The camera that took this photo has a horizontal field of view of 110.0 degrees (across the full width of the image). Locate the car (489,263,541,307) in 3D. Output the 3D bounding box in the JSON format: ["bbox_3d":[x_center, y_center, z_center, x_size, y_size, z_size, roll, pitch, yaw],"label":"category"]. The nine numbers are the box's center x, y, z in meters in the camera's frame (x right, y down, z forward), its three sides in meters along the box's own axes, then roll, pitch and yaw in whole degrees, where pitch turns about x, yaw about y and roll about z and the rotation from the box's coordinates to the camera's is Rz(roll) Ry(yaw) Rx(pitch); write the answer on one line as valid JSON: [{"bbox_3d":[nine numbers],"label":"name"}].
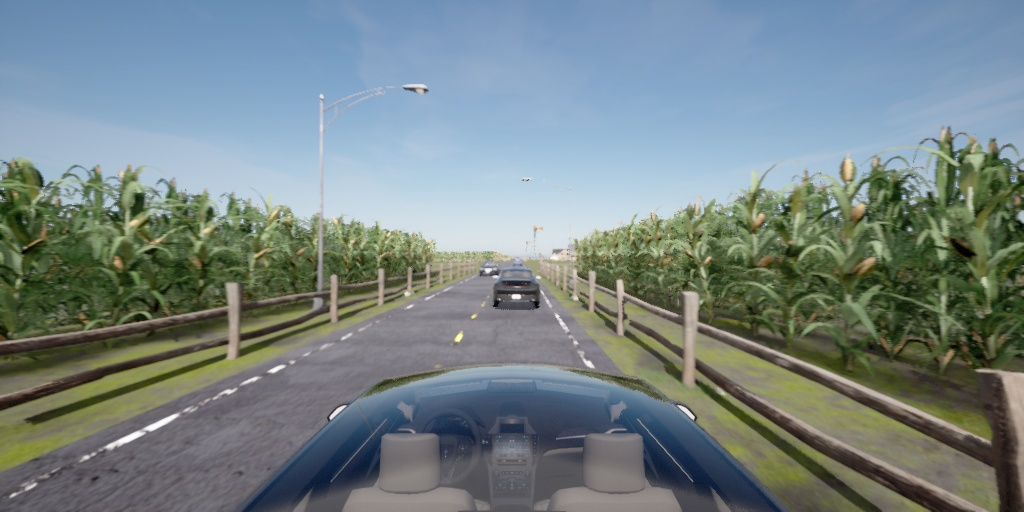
[{"bbox_3d":[0.204,1.256,15.627,1.837,1.490,4.892,0,0,1],"label":"car"}]

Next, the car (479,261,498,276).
[{"bbox_3d":[-2.205,1.231,36.274,2.128,1.511,4.902,0,0,1],"label":"car"}]
